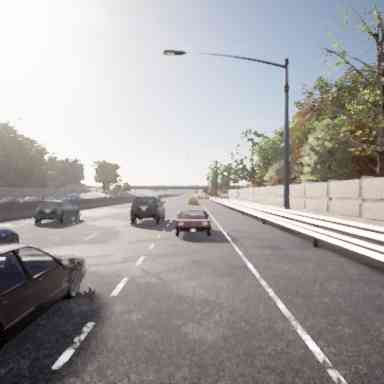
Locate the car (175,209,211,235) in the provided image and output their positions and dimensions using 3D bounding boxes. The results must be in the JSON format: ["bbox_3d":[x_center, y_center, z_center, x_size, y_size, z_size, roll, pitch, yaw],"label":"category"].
[{"bbox_3d":[0.060,1.638,18.959,1.895,1.301,4.718,0,0,0],"label":"car"}]

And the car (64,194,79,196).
[{"bbox_3d":[-20.839,1.381,56.937,2.150,2.045,5.566,0,0,1],"label":"car"}]

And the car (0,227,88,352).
[{"bbox_3d":[-3.383,1.560,5.405,2.033,1.411,5.357,0,0,0],"label":"car"}]

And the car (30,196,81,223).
[{"bbox_3d":[-10.318,1.409,25.916,2.097,1.767,4.553,0,0,0],"label":"car"}]

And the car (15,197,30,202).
[{"bbox_3d":[-27.829,1.661,57.451,2.128,1.511,4.902,0,0,1],"label":"car"}]

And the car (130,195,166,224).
[{"bbox_3d":[-3.317,1.274,25.584,2.150,2.045,5.566,0,0,0],"label":"car"}]

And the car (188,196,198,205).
[{"bbox_3d":[0.214,1.665,65.573,1.882,1.535,5.008,0,0,0],"label":"car"}]

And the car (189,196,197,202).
[{"bbox_3d":[0.286,1.836,87.614,2.033,1.411,5.357,0,0,0],"label":"car"}]

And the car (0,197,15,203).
[{"bbox_3d":[-31.323,1.667,57.256,1.837,1.490,4.892,0,0,1],"label":"car"}]

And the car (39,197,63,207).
[{"bbox_3d":[-24.331,1.642,57.508,1.882,1.535,5.008,0,0,1],"label":"car"}]
